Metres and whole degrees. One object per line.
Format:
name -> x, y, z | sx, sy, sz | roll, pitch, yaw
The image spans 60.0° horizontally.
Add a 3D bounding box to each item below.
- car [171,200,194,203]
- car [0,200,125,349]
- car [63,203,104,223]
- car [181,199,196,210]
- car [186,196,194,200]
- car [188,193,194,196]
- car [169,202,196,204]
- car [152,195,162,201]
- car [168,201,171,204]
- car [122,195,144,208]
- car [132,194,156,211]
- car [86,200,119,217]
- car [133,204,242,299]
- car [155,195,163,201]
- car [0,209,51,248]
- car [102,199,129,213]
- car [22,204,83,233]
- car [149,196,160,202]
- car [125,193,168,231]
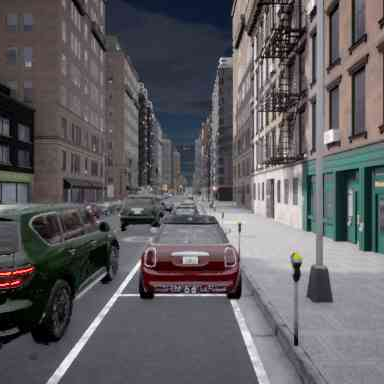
car -> -0.383, 1.565, 26.185 | 1.947, 1.339, 4.313 | 0, 0, 0
car -> -3.022, 1.221, 6.551 | 2.150, 2.045, 5.566 | 0, 0, 0
car -> -8.408, 1.581, 26.194 | 1.802, 1.307, 4.206 | 0, 0, 0
car -> -0.383, 1.572, 42.423 | 1.802, 1.307, 4.206 | 0, 0, 0
car -> -0.383, 1.519, 37.181 | 1.752, 1.417, 4.829 | 0, 0, 0
car -> -0.382, 1.395, 90.663 | 1.967, 1.590, 4.097 | 0, 0, 0
car -> -0.383, 1.566, 20.772 | 1.947, 1.339, 4.313 | 0, 0, 0
car -> -8.408, 1.510, 79.763 | 1.887, 1.381, 4.507 | 0, 0, 0
car -> -2.959, 1.595, 36.132 | 1.895, 1.301, 4.718 | 0, 0, 0
car -> -8.408, 1.302, 47.845 | 2.192, 1.841, 5.009 | 0, 0, 0
car -> -5.833, 1.215, 41.111 | 2.150, 2.045, 5.566 | 0, 0, 0
car -> -8.408, 1.548, 31.607 | 2.008, 1.369, 4.403 | 0, 0, 0
car -> -0.033, 1.352, 8.620 | 2.097, 1.767, 4.553 | 0, 0, 0
car -> -8.408, 1.486, 85.047 | 1.752, 1.417, 4.829 | 0, 0, 0
car -> -8.408, 1.566, 15.368 | 1.947, 1.339, 4.313 | 0, 0, 0
car -> -8.408, 1.545, 37.020 | 2.008, 1.369, 4.403 | 0, 0, 0
car -> -8.408, 1.525, 20.611 | 1.752, 1.417, 4.829 | 0, 0, 0
car -> -8.408, 1.521, 74.308 | 2.008, 1.369, 4.403 | 0, 0, 0
car -> -2.955, 1.217, 20.653 | 2.150, 2.045, 5.566 | 0, -1, 0
